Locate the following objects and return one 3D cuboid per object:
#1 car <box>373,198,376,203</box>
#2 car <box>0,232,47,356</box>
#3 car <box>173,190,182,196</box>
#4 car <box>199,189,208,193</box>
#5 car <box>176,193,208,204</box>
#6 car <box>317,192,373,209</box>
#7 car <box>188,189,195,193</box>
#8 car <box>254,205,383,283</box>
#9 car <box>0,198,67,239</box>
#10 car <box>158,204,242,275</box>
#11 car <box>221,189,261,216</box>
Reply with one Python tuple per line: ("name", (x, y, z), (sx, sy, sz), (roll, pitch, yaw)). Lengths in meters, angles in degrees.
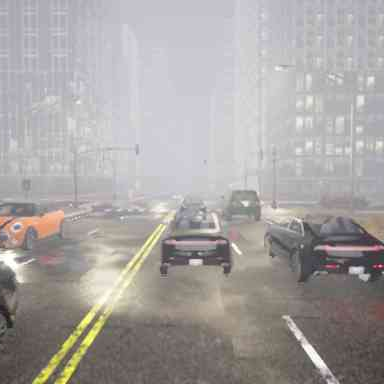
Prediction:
("car", (21.718, 0.917, 44.100), (4.829, 1.417, 1.752), (1, 1, 1))
("car", (-3.355, 1.446, 2.728), (2.128, 1.511, 4.902), (0, 1, 0))
("car", (-3.418, 0.159, 79.695), (2.128, 1.511, 4.902), (0, 1, 0))
("car", (3.069, 0.091, 87.002), (1.895, 1.301, 4.718), (0, 1, 0))
("car", (0.051, 1.097, 23.392), (2.128, 1.511, 4.902), (0, 1, 0))
("car", (16.126, 0.929, 35.801), (5.009, 1.841, 2.192), (1, 1, 1))
("car", (-0.180, 0.043, 86.549), (2.033, 1.411, 5.357), (0, 1, 0))
("car", (3.330, 1.336, 9.162), (2.128, 1.511, 4.902), (0, 1, 0))
("car", (-6.619, 1.134, 12.963), (2.097, 1.767, 4.553), (0, 1, 0))
("car", (0.080, 1.326, 9.916), (2.128, 1.511, 4.902), (0, 1, 0))
("car", (3.302, 0.830, 23.039), (2.150, 2.045, 5.566), (0, 1, 0))
